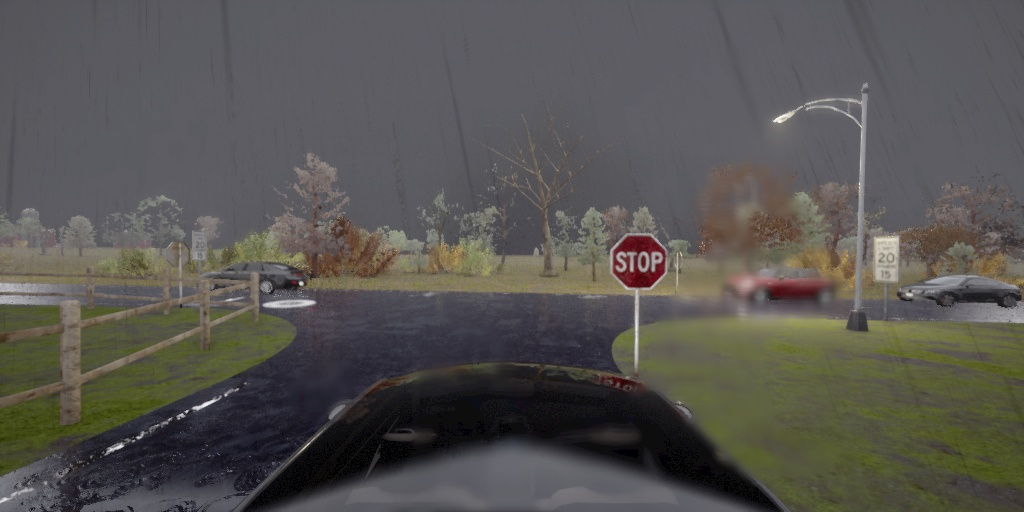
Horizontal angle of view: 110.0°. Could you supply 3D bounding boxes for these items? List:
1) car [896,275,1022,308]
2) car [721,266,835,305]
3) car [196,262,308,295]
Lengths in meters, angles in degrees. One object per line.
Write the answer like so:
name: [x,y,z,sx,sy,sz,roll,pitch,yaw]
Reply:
car: [21.714,1.663,17.471,4.674,1.442,1.812,1,1,0]
car: [12.789,1.330,17.427,4.553,1.767,2.097,1,1,-1]
car: [-12.549,1.014,17.397,4.892,1.490,1.837,1,0,4]
